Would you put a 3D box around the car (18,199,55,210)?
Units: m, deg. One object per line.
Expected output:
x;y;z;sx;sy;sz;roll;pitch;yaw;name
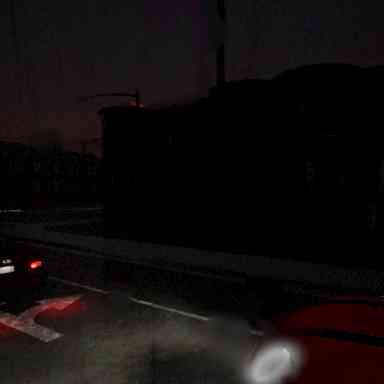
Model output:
-19.520;1.564;41.789;1.994;1.385;4.181;0;0;36;car

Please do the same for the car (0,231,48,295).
-5.566;1.547;7.940;5.357;1.411;2.033;0;0;38;car

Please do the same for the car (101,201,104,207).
-10.815;1.491;47.923;2.128;1.511;4.902;0;0;36;car

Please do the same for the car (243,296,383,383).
2.595;1.352;2.144;4.553;1.767;2.097;0;0;36;car
